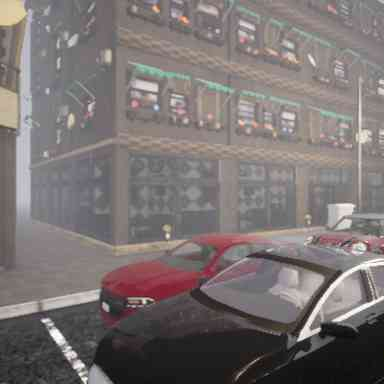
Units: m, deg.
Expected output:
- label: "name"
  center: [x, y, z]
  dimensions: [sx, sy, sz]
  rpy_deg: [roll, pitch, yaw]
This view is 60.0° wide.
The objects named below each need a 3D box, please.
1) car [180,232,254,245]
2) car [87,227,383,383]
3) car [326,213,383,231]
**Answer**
- label: "car"
  center: [0.498, 1.519, 6.450]
  dimensions: [4.507, 1.381, 1.887]
  rpy_deg: [0, 1, -36]
- label: "car"
  center: [1.276, 1.471, 3.965]
  dimensions: [4.902, 1.511, 2.128]
  rpy_deg: [0, 0, -35]
- label: "car"
  center: [5.002, 1.381, 9.667]
  dimensions: [4.097, 1.590, 1.967]
  rpy_deg: [0, 1, -36]
